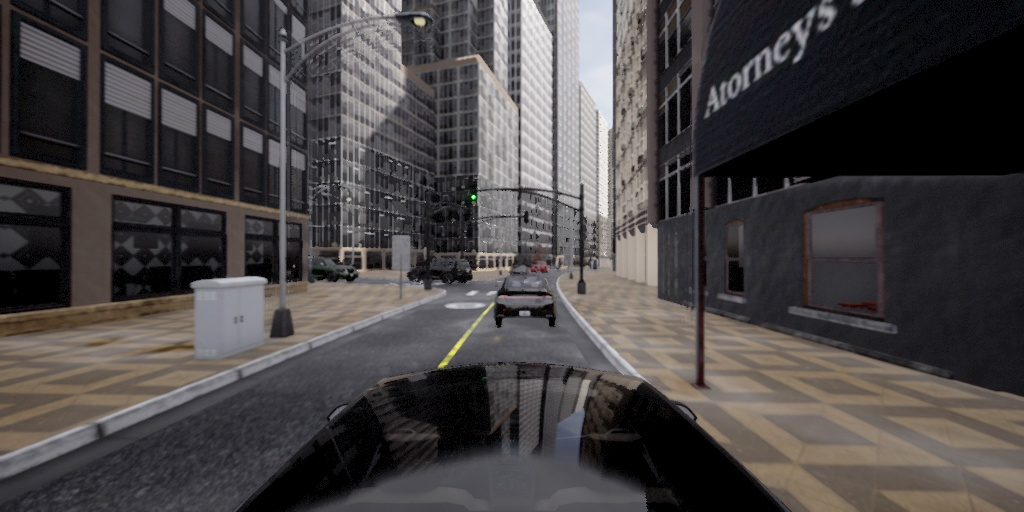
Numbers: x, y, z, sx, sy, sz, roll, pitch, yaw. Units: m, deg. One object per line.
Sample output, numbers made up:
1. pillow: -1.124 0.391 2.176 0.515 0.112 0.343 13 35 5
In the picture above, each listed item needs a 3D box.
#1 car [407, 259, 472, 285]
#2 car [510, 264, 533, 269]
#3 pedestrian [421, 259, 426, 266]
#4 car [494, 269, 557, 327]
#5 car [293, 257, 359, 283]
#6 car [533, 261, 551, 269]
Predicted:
1. car: -5.963 1.236 29.557 5.566 2.045 2.150 1 -1 25
2. car: 0.881 1.819 42.037 1.837 1.490 4.892 0 -1 11
3. pedestrian: -8.101 1.118 33.166 0.375 1.860 0.375 0 -1 19
4. car: 0.465 1.378 12.179 2.128 1.511 4.902 0 -1 3
5. car: -15.354 1.113 29.511 5.566 2.045 2.150 1 0 20
6. car: 4.388 1.826 58.354 2.150 2.045 5.566 0 -1 14
